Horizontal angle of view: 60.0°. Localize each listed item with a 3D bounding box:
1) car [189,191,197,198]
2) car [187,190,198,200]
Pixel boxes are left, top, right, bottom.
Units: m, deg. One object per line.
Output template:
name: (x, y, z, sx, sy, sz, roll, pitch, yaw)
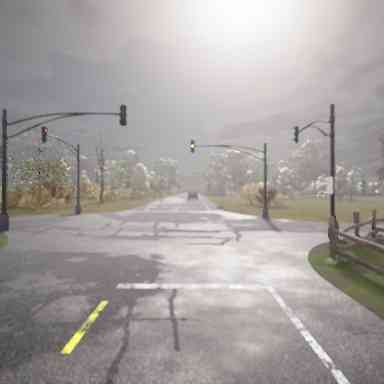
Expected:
car: (0.216, 0.629, 82.207, 1.882, 1.535, 5.008, 0, 0, 0)
car: (0.189, 0.612, 71.816, 2.150, 2.045, 5.566, 0, 0, 0)
